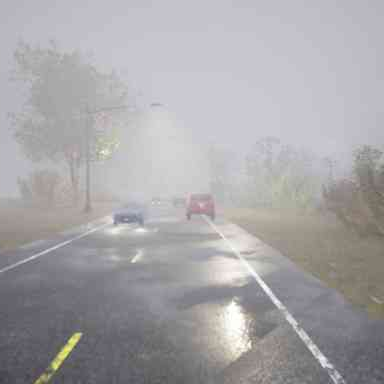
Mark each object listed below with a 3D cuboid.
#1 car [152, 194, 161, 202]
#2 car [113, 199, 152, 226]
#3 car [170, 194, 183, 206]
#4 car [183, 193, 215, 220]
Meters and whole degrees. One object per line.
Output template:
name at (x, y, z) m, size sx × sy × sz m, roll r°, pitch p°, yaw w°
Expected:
car at (-6.900, 1.183, 64.426) m, size 2.033 × 1.411 × 5.357 m, roll 0°, pitch 0°, yaw -6°
car at (-4.062, 1.380, 22.681) m, size 1.882 × 1.535 × 5.008 m, roll 0°, pitch 0°, yaw -2°
car at (-1.875, 1.251, 48.138) m, size 1.837 × 1.490 × 4.892 m, roll 0°, pitch 1°, yaw -4°
car at (0.611, 1.097, 27.069) m, size 2.150 × 2.045 × 5.566 m, roll 0°, pitch 0°, yaw -3°
